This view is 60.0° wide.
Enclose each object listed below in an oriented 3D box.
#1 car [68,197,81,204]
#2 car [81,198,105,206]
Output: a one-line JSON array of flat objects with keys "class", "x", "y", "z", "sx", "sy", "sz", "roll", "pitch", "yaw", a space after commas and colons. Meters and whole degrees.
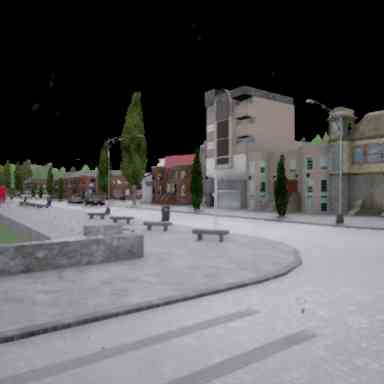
[{"class": "car", "x": -21.334, "y": 1.557, "z": 61.039, "sx": 1.994, "sy": 1.385, "sz": 4.181, "roll": 0, "pitch": 0, "yaw": -35}, {"class": "car", "x": -15.535, "y": 1.594, "z": 52.902, "sx": 1.895, "sy": 1.301, "sz": 4.718, "roll": 0, "pitch": 0, "yaw": -35}]
